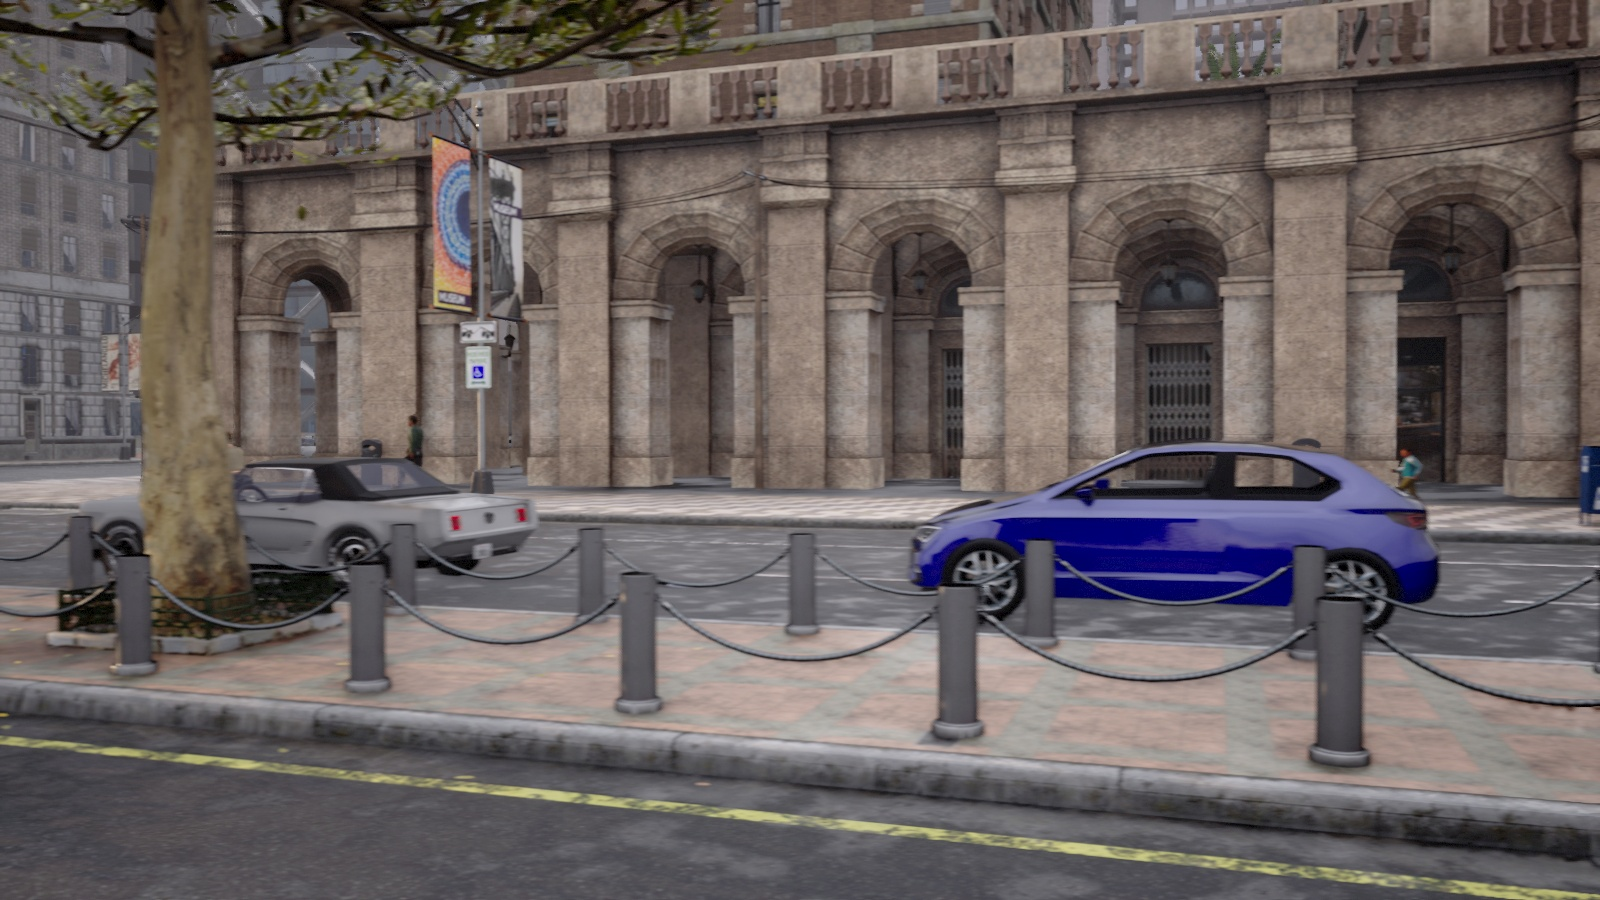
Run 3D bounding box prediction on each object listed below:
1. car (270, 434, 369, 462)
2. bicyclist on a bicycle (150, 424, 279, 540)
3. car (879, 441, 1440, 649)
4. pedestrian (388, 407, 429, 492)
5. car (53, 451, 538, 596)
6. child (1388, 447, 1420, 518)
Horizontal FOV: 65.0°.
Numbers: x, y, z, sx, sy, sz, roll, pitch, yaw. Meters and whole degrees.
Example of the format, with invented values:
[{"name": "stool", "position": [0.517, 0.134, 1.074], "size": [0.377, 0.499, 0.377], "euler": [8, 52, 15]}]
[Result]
[{"name": "car", "position": [-23.205, -0.134, 60.798], "size": [1.895, 1.301, 4.718], "euler": [1, 1, 19]}, {"name": "bicyclist on a bicycle", "position": [-8.463, 0.440, 18.175], "size": [1.509, 1.612, 0.866], "euler": [1, 1, 19]}, {"name": "car", "position": [2.941, 0.681, 10.644], "size": [4.193, 1.474, 1.816], "euler": [1, 1, 19]}, {"name": "pedestrian", "position": [-9.006, -0.014, 28.907], "size": [0.788, 1.949, 0.423], "euler": [1, 1, 18]}, {"name": "car", "position": [-5.368, 0.692, 13.440], "size": [4.718, 1.301, 1.895], "euler": [1, 1, 19]}, {"name": "child", "position": [10.413, 0.556, 21.650], "size": [0.448, 1.192, 0.343], "euler": [1, 1, 19]}]
